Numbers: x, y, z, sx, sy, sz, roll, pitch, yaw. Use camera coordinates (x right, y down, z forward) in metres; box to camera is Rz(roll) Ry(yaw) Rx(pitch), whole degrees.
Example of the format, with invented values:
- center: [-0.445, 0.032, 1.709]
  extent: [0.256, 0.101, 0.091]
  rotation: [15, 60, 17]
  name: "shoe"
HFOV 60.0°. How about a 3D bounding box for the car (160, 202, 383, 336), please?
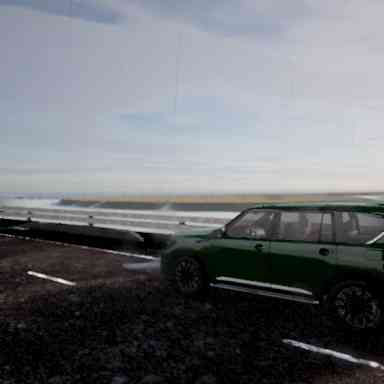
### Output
- center: [1.926, 1.222, 6.910]
  extent: [5.566, 2.045, 2.150]
  rotation: [0, 0, 35]
  name: "car"
